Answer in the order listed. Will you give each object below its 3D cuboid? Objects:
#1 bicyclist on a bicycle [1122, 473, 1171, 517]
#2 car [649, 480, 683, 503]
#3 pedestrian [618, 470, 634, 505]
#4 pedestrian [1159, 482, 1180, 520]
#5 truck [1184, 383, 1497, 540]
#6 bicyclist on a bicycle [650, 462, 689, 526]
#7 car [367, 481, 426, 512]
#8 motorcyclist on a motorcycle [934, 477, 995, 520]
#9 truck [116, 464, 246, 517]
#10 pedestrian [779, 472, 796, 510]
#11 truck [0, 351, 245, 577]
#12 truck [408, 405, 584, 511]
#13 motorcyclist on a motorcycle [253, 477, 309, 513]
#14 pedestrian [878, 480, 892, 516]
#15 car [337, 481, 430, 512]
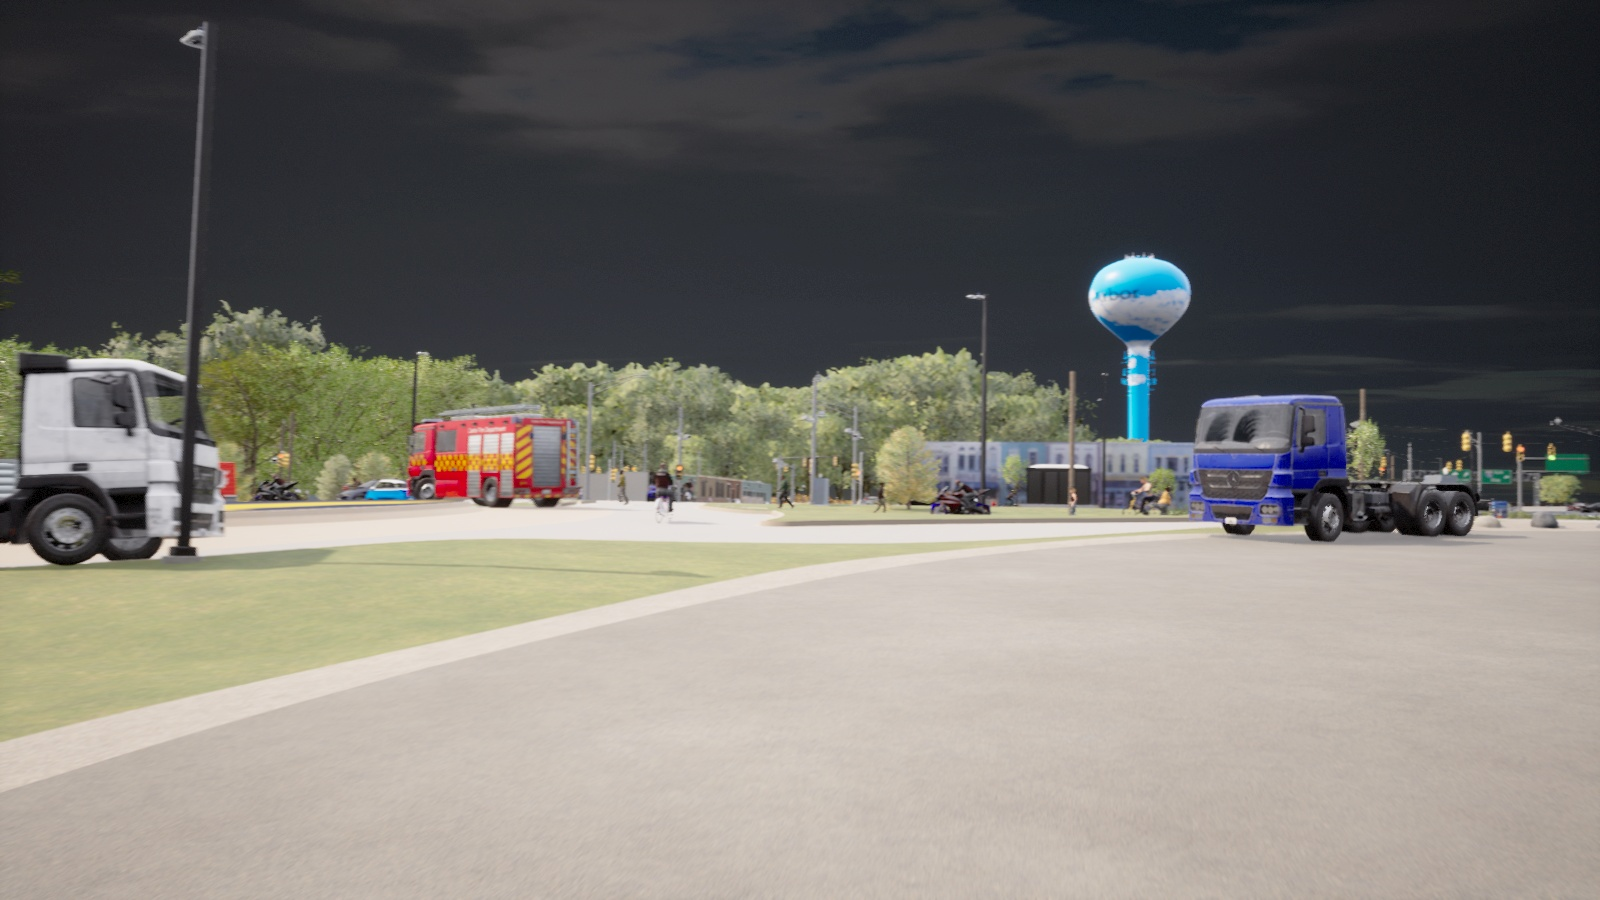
[{"bbox_3d":[12.695,1.657,46.084,1.509,1.612,0.866,0,-3,-4],"label":"bicyclist on a bicycle"},{"bbox_3d":[-8.700,2.711,81.734,1.816,1.474,4.193,1,-2,-1],"label":"car"},{"bbox_3d":[-9.060,1.960,65.340,0.726,1.835,0.370,1,-3,-1],"label":"pedestrian"},{"bbox_3d":[18.467,2.563,62.790,0.900,1.855,0.874,0,-4,11],"label":"pedestrian"},{"bbox_3d":[13.388,0.277,30.902,7.936,3.462,2.891,0,0,-30],"label":"truck"},{"bbox_3d":[-3.822,1.263,36.872,0.659,1.776,1.843,0,1,10],"label":"bicyclist on a bicycle"},{"bbox_3d":[-19.176,2.228,59.644,2.207,1.376,1.481,-2,-4,18],"label":"car"},{"bbox_3d":[6.049,1.792,46.238,2.191,1.530,0.866,0,-3,7],"label":"motorcyclist on a motorcycle"},{"bbox_3d":[-30.798,2.031,62.657,2.627,2.467,5.204,-3,-3,31],"label":"truck"},{"bbox_3d":[-0.642,2.100,64.689,0.788,1.949,0.423,0,-3,8],"label":"pedestrian"},{"bbox_3d":[-14.046,0.438,21.213,7.936,3.462,2.891,-3,-4,-7],"label":"truck"},{"bbox_3d":[-12.174,0.417,49.658,2.891,3.827,8.468,1,-2,-44],"label":"truck"},{"bbox_3d":[-23.113,2.031,55.899,2.191,1.530,0.866,-2,-4,13],"label":"motorcyclist on a motorcycle"},{"bbox_3d":[4.420,2.498,65.384,0.703,1.840,0.431,0,-3,8],"label":"pedestrian"},{"bbox_3d":[-21.705,2.404,65.505,4.193,1.474,1.816,0,0,-40],"label":"car"}]
